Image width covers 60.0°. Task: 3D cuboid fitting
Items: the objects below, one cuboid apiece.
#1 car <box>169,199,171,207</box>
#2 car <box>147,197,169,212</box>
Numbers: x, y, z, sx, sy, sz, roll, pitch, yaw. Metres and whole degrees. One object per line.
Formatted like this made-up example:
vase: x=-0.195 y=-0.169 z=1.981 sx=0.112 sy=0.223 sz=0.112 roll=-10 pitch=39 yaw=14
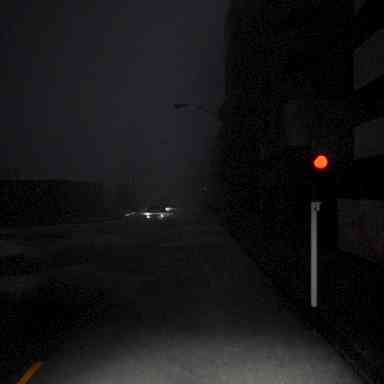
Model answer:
car: x=-4.178 y=1.505 z=49.536 sx=1.837 sy=1.490 sz=4.892 roll=0 pitch=0 yaw=1
car: x=-4.187 y=1.478 z=39.509 sx=1.882 sy=1.535 sz=5.008 roll=0 pitch=0 yaw=0
